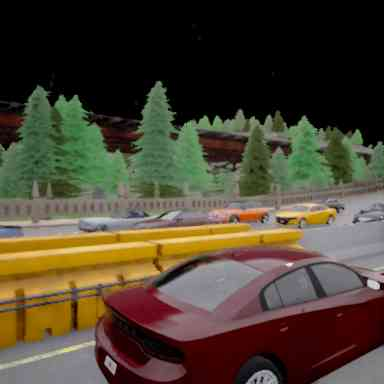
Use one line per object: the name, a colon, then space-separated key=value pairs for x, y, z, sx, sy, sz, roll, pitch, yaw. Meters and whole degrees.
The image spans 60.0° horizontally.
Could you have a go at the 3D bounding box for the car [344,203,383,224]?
car: x=12.242 y=1.490 z=21.286 sx=4.902 sy=1.511 sz=2.128 roll=-2 pitch=1 yaw=-36

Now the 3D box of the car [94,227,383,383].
car: x=1.237 y=1.501 z=4.628 sx=5.008 sy=1.535 sz=1.882 roll=0 pitch=0 yaw=-35

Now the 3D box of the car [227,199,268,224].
car: x=3.349 y=1.435 z=23.501 sx=4.553 sy=1.767 sz=2.097 roll=0 pitch=0 yaw=-36

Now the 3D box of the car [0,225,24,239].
car: x=-8.403 y=1.544 z=10.890 sx=5.357 sy=1.411 sz=2.033 roll=0 pitch=0 yaw=-35

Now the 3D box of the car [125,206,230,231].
car: x=-0.643 y=1.584 z=16.400 sx=4.674 sy=1.442 sz=1.812 roll=0 pitch=0 yaw=-35

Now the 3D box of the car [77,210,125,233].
car: x=-3.820 y=1.650 z=18.437 sx=4.718 sy=1.301 sz=1.895 roll=0 pitch=0 yaw=-35

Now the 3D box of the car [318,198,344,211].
car: x=11.632 y=1.315 z=29.478 sx=4.902 sy=1.511 sz=2.128 roll=-3 pitch=2 yaw=-36

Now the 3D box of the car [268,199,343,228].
car: x=7.662 y=1.530 z=22.297 sx=5.008 sy=1.535 sz=1.882 roll=-1 pitch=1 yaw=-36
